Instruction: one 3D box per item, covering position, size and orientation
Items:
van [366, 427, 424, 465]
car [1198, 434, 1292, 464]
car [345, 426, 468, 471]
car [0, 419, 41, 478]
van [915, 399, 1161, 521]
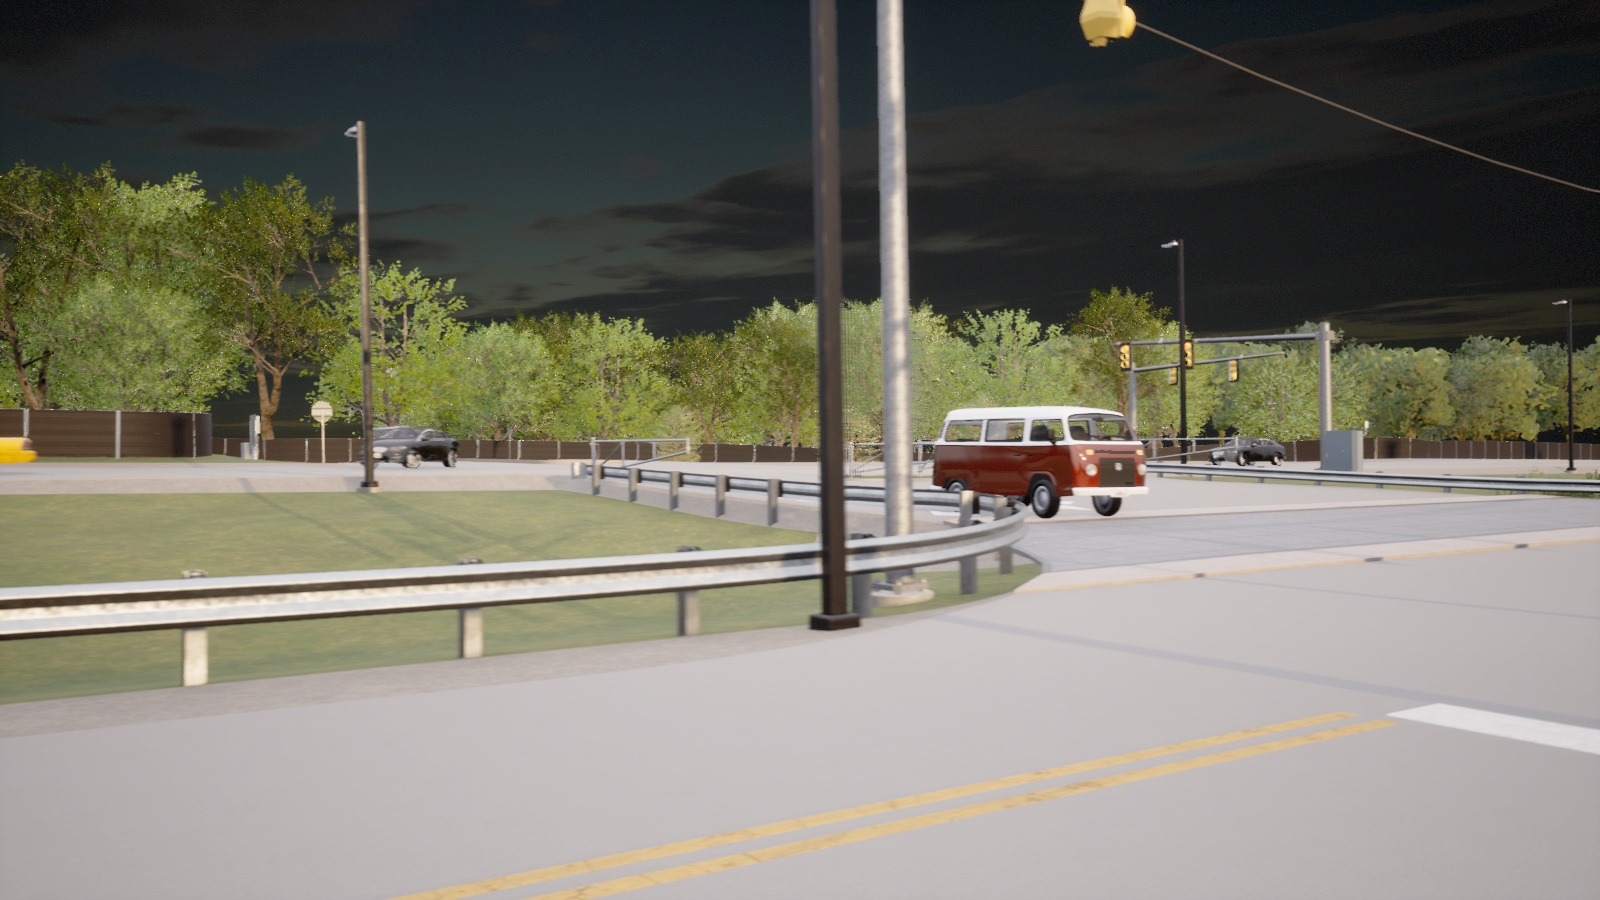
[{"bbox_3d":[-22.221,-0.190,68.773,1.775,1.987,4.442,-1,-1,-35],"label":"van"},{"bbox_3d":[23.275,-0.035,65.580,4.902,1.511,2.128,0,0,-34],"label":"car"},{"bbox_3d":[-14.155,-0.051,45.529,2.128,1.511,4.902,0,0,12],"label":"car"},{"bbox_3d":[-23.606,-0.033,33.785,5.366,1.575,1.801,0,0,-34],"label":"car"},{"bbox_3d":[4.322,0.175,23.543,2.069,2.038,4.480,0,0,-31],"label":"van"}]
